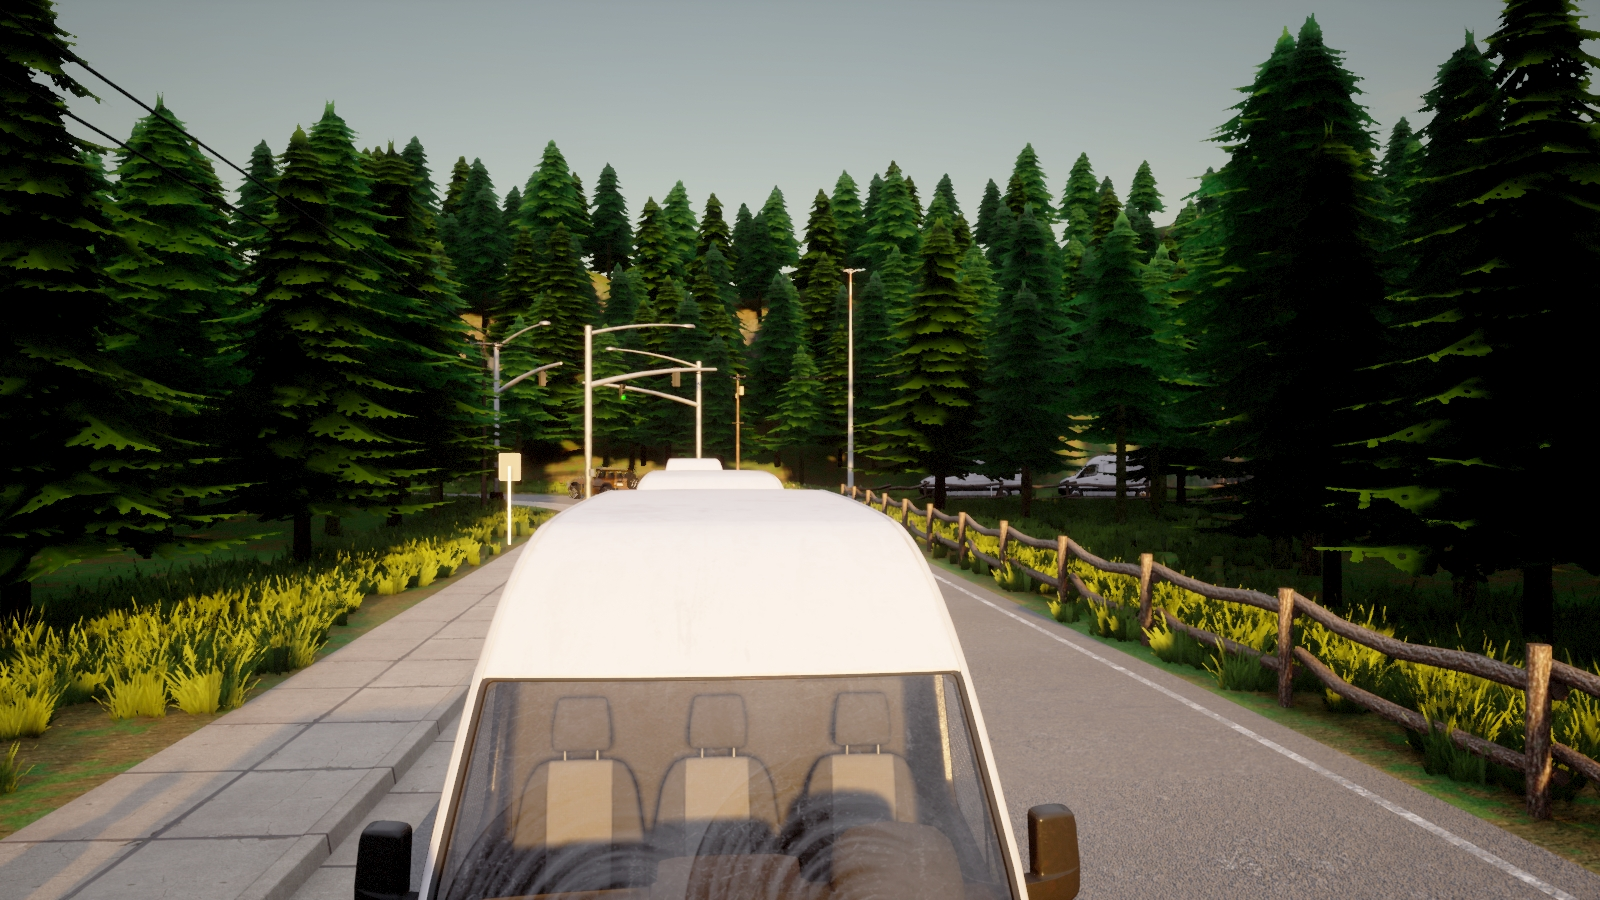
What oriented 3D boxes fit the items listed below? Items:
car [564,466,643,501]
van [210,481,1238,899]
[{"bbox_3d":[-11.066,1.836,64.298,4.605,1.855,1.932,0,-1,42],"label":"car"},{"bbox_3d":[-0.349,1.499,5.163,1.988,2.561,5.915,0,0,-5],"label":"van"}]
